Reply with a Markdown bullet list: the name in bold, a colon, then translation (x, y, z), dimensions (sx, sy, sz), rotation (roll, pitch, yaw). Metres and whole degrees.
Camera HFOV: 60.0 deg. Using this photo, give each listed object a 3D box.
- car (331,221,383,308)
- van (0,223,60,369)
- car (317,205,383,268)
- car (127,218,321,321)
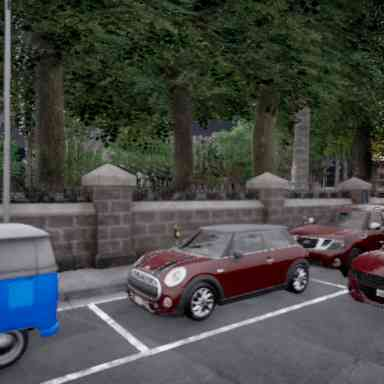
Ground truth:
- **car**: translation (5.353, 1.509, 7.186), dimensions (5.008, 1.535, 1.882), rotation (1, 0, -35)
- **van**: translation (-3.742, 1.338, 4.093), dimensions (3.998, 1.788, 1.690), rotation (0, 0, -36)
- **car**: translation (5.062, 1.353, 10.375), dimensions (5.009, 1.841, 2.192), rotation (0, 0, -36)
- **car**: translation (0.660, 1.458, 7.234), dimensions (4.097, 1.590, 1.967), rotation (0, 0, -36)
